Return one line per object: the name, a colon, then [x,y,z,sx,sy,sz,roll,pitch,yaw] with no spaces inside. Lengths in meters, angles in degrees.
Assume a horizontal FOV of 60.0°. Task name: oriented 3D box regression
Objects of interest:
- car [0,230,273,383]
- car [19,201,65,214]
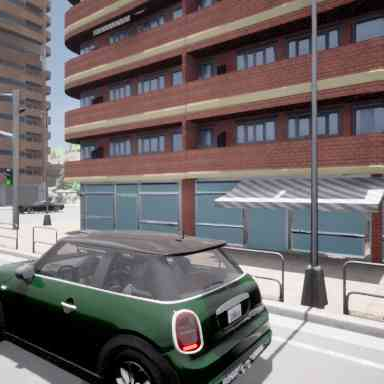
car: [-1.261,1.352,4.892,4.553,1.767,2.097,0,0,36]
car: [-16.269,1.601,35.696,1.895,1.301,4.718,0,0,36]
